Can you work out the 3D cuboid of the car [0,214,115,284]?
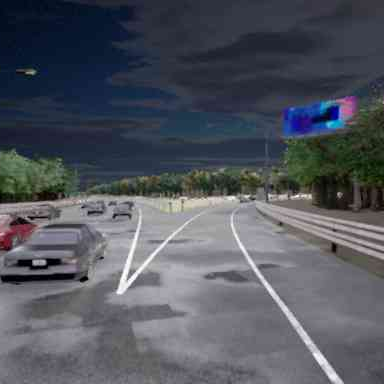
[{"bbox_3d":[-3.710,1.635,9.879,2.033,1.411,5.357,0,0,-7],"label":"car"}]

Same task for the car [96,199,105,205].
[{"bbox_3d":[-23.343,2.619,84.849,2.033,1.411,5.357,0,-1,-12],"label":"car"}]

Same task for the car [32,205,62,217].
[{"bbox_3d":[-13.384,1.873,30.405,2.033,1.411,5.357,0,-1,-8],"label":"car"}]

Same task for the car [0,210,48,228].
[{"bbox_3d":[-7.606,1.662,13.503,1.812,1.442,4.674,0,-1,-7],"label":"car"}]

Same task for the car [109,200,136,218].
[{"bbox_3d":[-6.909,1.869,33.449,2.033,1.411,5.357,0,-1,-8],"label":"car"}]

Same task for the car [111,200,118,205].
[{"bbox_3d":[-20.404,2.696,87.825,1.895,1.301,4.718,0,-1,-13],"label":"car"}]

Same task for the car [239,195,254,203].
[{"bbox_3d":[12.276,1.824,77.030,1.994,1.385,4.181,0,0,21],"label":"car"}]

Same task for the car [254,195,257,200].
[{"bbox_3d":[15.989,1.638,86.057,1.837,1.490,4.892,0,0,27],"label":"car"}]

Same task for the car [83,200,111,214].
[{"bbox_3d":[-11.076,1.953,39.013,2.033,1.411,5.357,0,-1,-9],"label":"car"}]

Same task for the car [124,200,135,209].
[{"bbox_3d":[-11.089,2.151,58.905,1.837,1.490,4.892,0,-1,-10],"label":"car"}]
